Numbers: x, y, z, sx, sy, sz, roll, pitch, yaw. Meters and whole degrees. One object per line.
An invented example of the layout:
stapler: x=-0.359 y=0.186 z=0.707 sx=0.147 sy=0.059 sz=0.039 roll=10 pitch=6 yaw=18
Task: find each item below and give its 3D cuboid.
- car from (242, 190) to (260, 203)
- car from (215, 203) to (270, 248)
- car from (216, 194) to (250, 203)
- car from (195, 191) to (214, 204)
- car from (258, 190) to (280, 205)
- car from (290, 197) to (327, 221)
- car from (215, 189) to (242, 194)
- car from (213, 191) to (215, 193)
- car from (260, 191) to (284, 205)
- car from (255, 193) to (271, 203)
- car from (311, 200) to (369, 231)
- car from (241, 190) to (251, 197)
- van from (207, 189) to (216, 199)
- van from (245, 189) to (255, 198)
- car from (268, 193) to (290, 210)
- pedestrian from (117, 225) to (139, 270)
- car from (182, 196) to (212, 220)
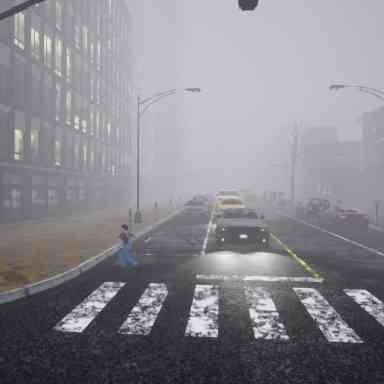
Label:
car: x=7.650 y=0.922 z=43.784 sx=1.837 sy=1.490 sz=4.892 roll=0 pitch=1 yaw=5
car: x=1.980 y=1.353 z=13.679 sx=1.994 sy=1.385 sz=4.181 roll=0 pitch=1 yaw=5
car: x=2.838 y=1.138 z=24.010 sx=1.882 sy=1.535 sz=5.008 roll=0 pitch=1 yaw=5
car: x=0.749 y=1.015 z=29.975 sx=1.967 sy=1.590 sz=4.097 roll=1 pitch=1 yaw=5
car: x=10.485 y=0.715 z=45.860 sx=2.192 sy=1.841 sz=5.009 roll=1 pitch=1 yaw=5
car: x=8.639 y=1.127 z=23.754 sx=1.967 sy=1.590 sz=4.097 roll=1 pitch=1 yaw=5
car: x=3.739 y=0.746 z=34.657 sx=2.150 sy=2.045 sz=5.566 roll=0 pitch=1 yaw=5
car: x=2.128 y=0.939 z=46.558 sx=1.802 sy=1.307 sz=4.206 roll=1 pitch=1 yaw=5
car: x=10.023 y=0.788 z=40.330 sx=2.192 sy=1.841 sz=5.009 roll=1 pitch=1 yaw=5
car: x=10.956 y=0.848 z=51.559 sx=1.752 sy=1.417 sz=4.829 roll=1 pitch=1 yaw=5
car: x=8.176 y=1.338 z=18.226 sx=1.802 sy=1.307 sz=4.206 roll=1 pitch=1 yaw=5
car: x=13.707 y=0.297 z=84.548 sx=1.967 sy=1.590 sz=4.097 roll=1 pitch=1 yaw=5
van: x=3.976 y=0.393 z=68.662 sx=1.690 sy=1.788 sz=3.998 roll=1 pitch=1 yaw=5
van: x=12.787 y=0.357 z=73.494 sx=1.690 sy=1.788 sz=3.998 roll=1 pitch=1 yaw=5
car: x=9.559 y=1.096 z=34.808 sx=2.008 sy=1.369 sz=4.403 roll=1 pitch=1 yaw=5
pedestrian: x=-1.730 y=1.409 z=8.900 sx=0.375 sy=1.300 sz=0.375 roll=1 pitch=0 yaw=5
car: x=0.286 y=1.226 z=24.451 sx=1.802 sy=1.307 sz=4.206 roll=1 pitch=1 yaw=5
